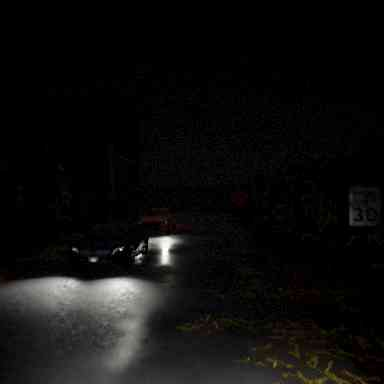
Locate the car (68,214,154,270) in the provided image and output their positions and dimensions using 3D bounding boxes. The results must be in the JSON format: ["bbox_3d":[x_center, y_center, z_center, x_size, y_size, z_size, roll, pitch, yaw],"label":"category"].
[{"bbox_3d":[-2.721,1.716,11.869,1.812,1.442,4.674,0,-1,3],"label":"car"}]

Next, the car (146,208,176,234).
[{"bbox_3d":[-2.210,1.809,22.212,1.882,1.535,5.008,0,-1,3],"label":"car"}]
